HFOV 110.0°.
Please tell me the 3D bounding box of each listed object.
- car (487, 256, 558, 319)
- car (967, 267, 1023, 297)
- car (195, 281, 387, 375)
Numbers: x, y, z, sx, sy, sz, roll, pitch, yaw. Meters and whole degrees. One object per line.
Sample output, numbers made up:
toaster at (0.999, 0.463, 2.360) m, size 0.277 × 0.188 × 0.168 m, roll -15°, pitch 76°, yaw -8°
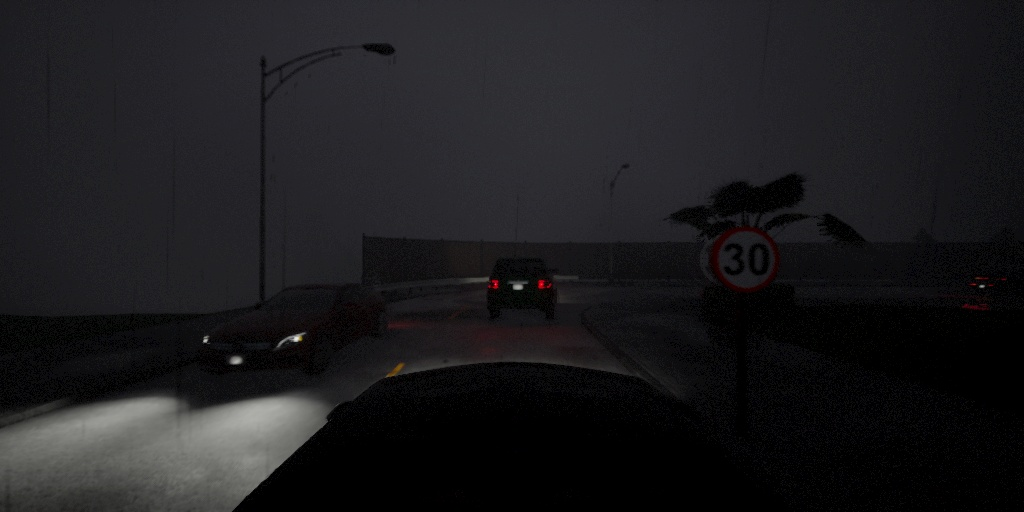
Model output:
car at (0.526, 1.041, 13.398) m, size 2.150 × 2.045 × 5.566 m, roll -1°, pitch 0°, yaw 7°
car at (27.191, 1.354, 18.896) m, size 4.892 × 1.490 × 1.837 m, roll 0°, pitch 0°, yaw 0°
car at (-4.161, 1.311, 7.725) m, size 1.812 × 1.442 × 4.674 m, roll 0°, pitch 0°, yaw 0°
